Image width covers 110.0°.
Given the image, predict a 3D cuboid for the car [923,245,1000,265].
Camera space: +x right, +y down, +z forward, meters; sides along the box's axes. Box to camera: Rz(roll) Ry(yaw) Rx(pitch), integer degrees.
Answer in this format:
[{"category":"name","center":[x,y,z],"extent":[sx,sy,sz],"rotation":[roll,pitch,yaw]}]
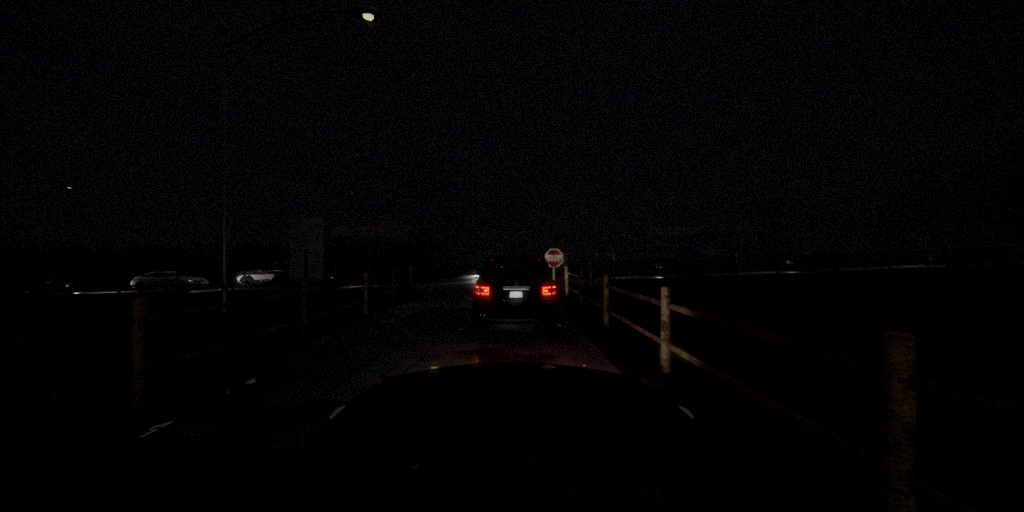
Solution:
[{"category":"car","center":[36.160,-0.081,28.883],"extent":[4.902,1.511,2.128],"rotation":[-3,-2,0]}]

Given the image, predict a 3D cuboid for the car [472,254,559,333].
[{"category":"car","center":[0.060,0.975,10.883],"extent":[2.150,2.045,5.566],"rotation":[0,0,-1]}]

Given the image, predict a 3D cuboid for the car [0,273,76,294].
[{"category":"car","center":[-34.431,1.951,25.749],"extent":[4.902,1.511,2.128],"rotation":[-1,-2,0]}]

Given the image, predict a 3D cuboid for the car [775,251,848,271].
[{"category":"car","center":[23.994,0.382,28.857],"extent":[5.008,1.535,1.882],"rotation":[-2,-2,0]}]

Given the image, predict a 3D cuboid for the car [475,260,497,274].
[{"category":"car","center":[-2.936,1.220,41.218],"extent":[2.128,1.511,4.902],"rotation":[0,0,0]}]

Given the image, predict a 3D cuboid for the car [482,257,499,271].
[{"category":"car","center":[-2.941,1.070,50.424],"extent":[2.097,1.767,4.553],"rotation":[0,0,0]}]

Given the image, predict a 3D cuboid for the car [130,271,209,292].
[{"category":"car","center":[-24.545,1.784,25.765],"extent":[4.674,1.442,1.812],"rotation":[-1,-2,0]}]

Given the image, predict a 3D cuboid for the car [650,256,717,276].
[{"category":"car","center":[13.674,0.776,28.802],"extent":[5.008,1.535,1.882],"rotation":[-2,-2,-1]}]

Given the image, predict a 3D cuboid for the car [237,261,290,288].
[{"category":"car","center":[-18.715,1.468,28.742],"extent":[5.566,2.045,2.150],"rotation":[-1,-2,0]}]

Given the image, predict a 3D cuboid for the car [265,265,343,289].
[{"category":"car","center":[-14.641,1.571,25.791],"extent":[4.674,1.442,1.812],"rotation":[-1,-2,0]}]
